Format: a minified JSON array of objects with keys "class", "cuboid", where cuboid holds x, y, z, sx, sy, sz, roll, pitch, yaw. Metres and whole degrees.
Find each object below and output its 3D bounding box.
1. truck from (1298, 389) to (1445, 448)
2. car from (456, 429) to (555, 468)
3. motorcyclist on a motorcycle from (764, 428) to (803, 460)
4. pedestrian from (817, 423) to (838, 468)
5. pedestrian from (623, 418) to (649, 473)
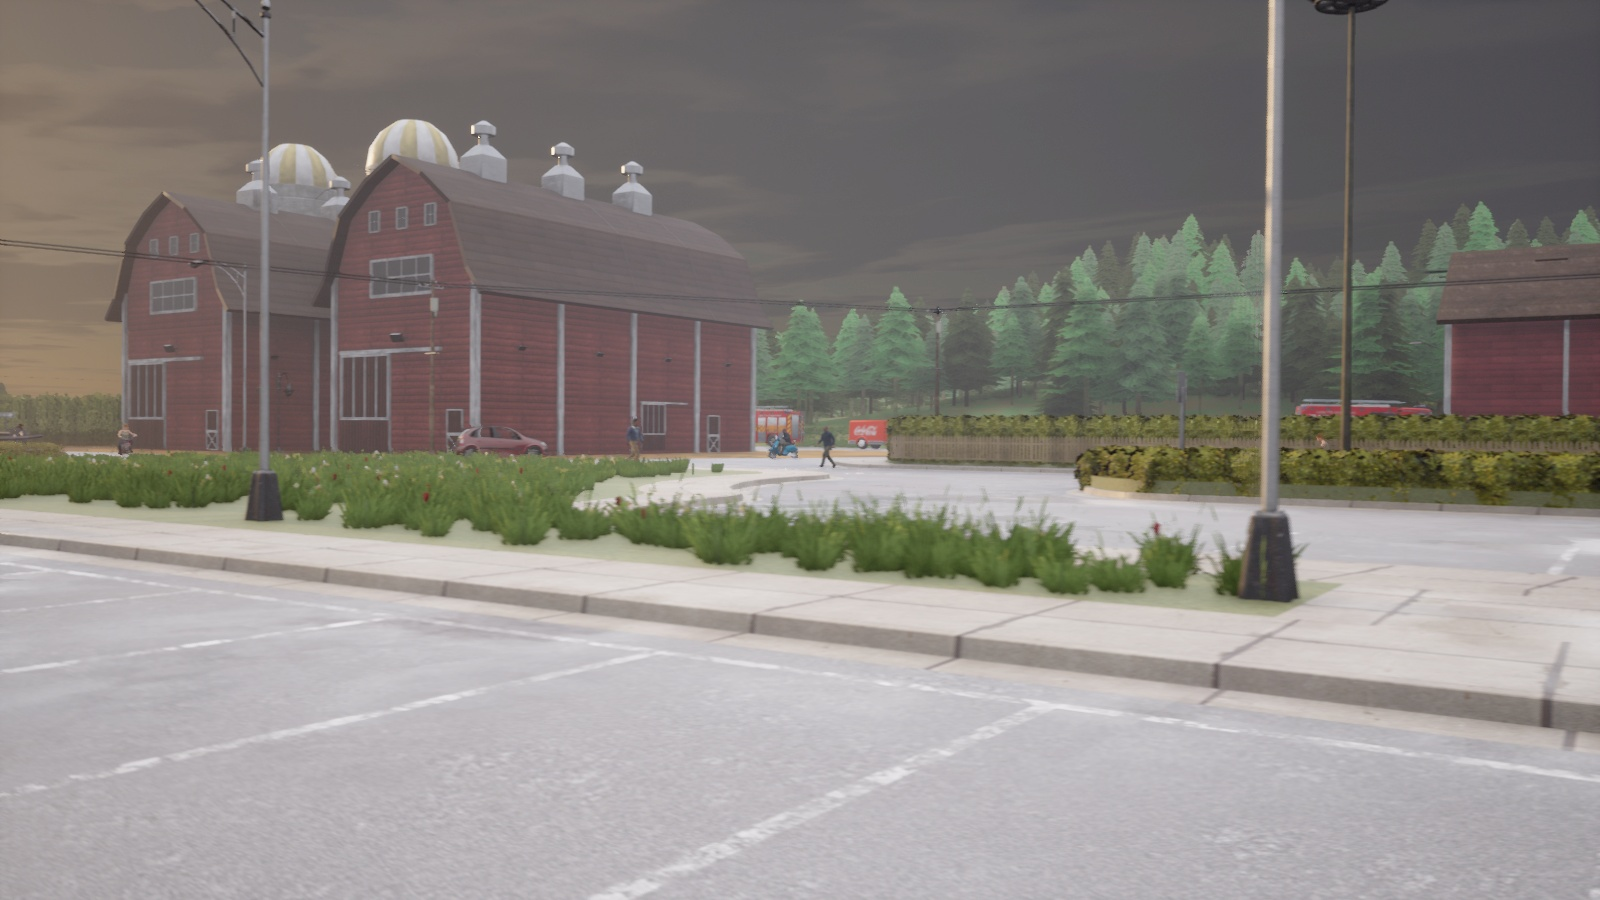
[{"class":"truck","cuboid":[37.968,-2.096,83.749,8.468,3.827,2.891,1,1,15]},{"class":"car","cuboid":[-12.969,-0.066,55.260,3.988,1.617,1.851,-1,1,-20]},{"class":"motorcyclist on a motorcycle","cuboid":[-0.848,-0.304,64.815,1.817,1.590,0.866,-1,1,-30]},{"class":"pedestrian","cuboid":[1.135,-0.200,51.780,0.726,1.842,0.402,-1,1,-37]},{"class":"pedestrian","cuboid":[-5.857,-0.173,44.866,0.788,1.949,0.423,0,1,29]}]
